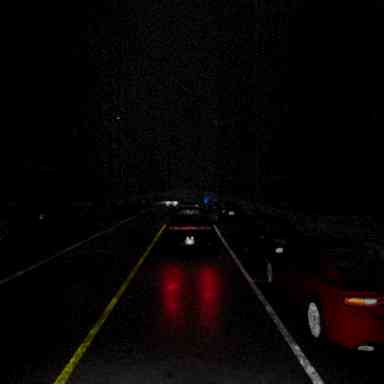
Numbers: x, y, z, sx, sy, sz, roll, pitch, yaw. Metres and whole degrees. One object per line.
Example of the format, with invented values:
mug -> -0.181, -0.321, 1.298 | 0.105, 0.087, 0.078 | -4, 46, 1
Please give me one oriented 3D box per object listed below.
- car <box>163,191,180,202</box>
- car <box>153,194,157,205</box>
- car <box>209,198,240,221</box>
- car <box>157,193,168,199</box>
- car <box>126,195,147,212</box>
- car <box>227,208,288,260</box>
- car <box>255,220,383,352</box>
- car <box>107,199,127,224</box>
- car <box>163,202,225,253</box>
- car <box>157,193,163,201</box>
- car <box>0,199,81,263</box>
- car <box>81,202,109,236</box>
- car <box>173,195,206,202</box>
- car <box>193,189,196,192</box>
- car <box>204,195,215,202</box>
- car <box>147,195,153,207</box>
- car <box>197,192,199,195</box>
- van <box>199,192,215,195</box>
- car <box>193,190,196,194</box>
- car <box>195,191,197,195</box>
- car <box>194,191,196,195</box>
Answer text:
car -> -3.557, 1.027, 58.855 | 1.994, 1.385, 4.181 | 0, 1, 0
car -> -6.243, 1.138, 45.468 | 1.887, 1.381, 4.507 | 1, 1, 0
car -> 2.476, 1.363, 23.048 | 1.947, 1.339, 4.313 | 1, 1, 0
car -> -6.486, 0.868, 73.587 | 2.008, 1.369, 4.403 | 1, 1, 0
car -> -6.146, 1.243, 34.220 | 1.887, 1.381, 4.507 | 1, 1, 0
car -> 2.573, 1.462, 11.800 | 1.947, 1.339, 4.313 | 1, 1, 0
car -> 2.622, 1.490, 6.175 | 1.887, 1.381, 4.507 | 1, 0, 0
car -> -6.049, 1.365, 22.971 | 1.947, 1.339, 4.313 | 1, 0, 0
car -> -0.072, 1.376, 13.191 | 2.128, 1.511, 4.902 | 0, 1, 0
car -> -6.389, 0.974, 62.340 | 1.887, 1.381, 4.507 | 1, 1, 0
car -> -5.949, 1.213, 11.721 | 2.192, 1.841, 5.009 | 1, 0, 0
car -> -6.001, 1.414, 17.348 | 1.947, 1.339, 4.313 | 1, 0, 0
car -> -0.202, 1.243, 28.182 | 2.128, 1.511, 4.902 | 0, 1, 0
car -> 1.893, 0.684, 90.539 | 1.887, 1.381, 4.507 | 1, 1, 0
car -> 2.378, 1.278, 34.297 | 1.802, 1.307, 4.206 | 1, 1, 0
car -> -6.194, 1.086, 39.842 | 1.967, 1.590, 4.097 | 1, 1, 0
car -> 2.235, 0.978, 51.168 | 1.967, 1.590, 4.097 | 1, 1, 0
van -> 2.284, 0.932, 45.543 | 1.690, 1.788, 3.998 | 1, 1, 0
car -> 1.942, 0.744, 84.914 | 1.887, 1.381, 4.507 | 1, 1, 0
car -> 2.136, 0.978, 62.418 | 2.008, 1.369, 4.403 | 1, 1, 0
car -> 2.039, 0.866, 73.667 | 2.008, 1.369, 4.403 | 1, 1, 0
